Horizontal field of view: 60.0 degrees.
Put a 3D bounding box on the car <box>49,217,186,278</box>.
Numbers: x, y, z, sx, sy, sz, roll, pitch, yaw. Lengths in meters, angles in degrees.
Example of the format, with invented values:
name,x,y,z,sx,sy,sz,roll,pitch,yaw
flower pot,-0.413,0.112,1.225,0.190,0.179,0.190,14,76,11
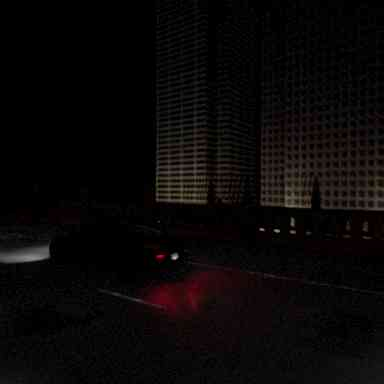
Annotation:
name,x,y,z,sx,sy,sz,roll,pitch,yaw
car,-2.311,1.478,9.936,4.674,1.442,1.812,0,0,35
